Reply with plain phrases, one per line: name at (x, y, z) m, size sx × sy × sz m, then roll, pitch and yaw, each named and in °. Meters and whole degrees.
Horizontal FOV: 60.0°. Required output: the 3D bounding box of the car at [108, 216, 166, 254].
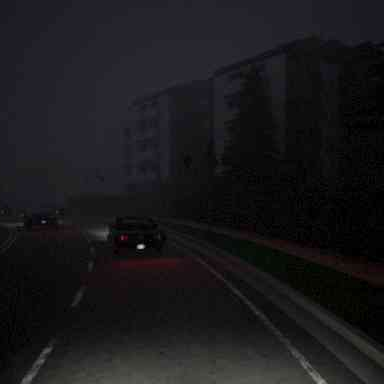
car at (-2.515, 1.683, 14.086) m, size 1.895 × 1.301 × 4.718 m, roll 0°, pitch 0°, yaw -18°

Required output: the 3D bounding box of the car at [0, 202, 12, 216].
car at (-20.355, 1.756, 34.792) m, size 2.128 × 1.511 × 4.902 m, roll 0°, pitch -1°, yaw -43°

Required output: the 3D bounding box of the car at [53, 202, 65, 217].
car at (-14.312, 1.757, 33.360) m, size 1.812 × 1.442 × 4.674 m, roll 0°, pitch 0°, yaw -42°

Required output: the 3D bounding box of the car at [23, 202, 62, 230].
car at (-10.359, 1.686, 22.625) m, size 1.812 × 1.442 × 4.674 m, roll 0°, pitch 0°, yaw -30°
